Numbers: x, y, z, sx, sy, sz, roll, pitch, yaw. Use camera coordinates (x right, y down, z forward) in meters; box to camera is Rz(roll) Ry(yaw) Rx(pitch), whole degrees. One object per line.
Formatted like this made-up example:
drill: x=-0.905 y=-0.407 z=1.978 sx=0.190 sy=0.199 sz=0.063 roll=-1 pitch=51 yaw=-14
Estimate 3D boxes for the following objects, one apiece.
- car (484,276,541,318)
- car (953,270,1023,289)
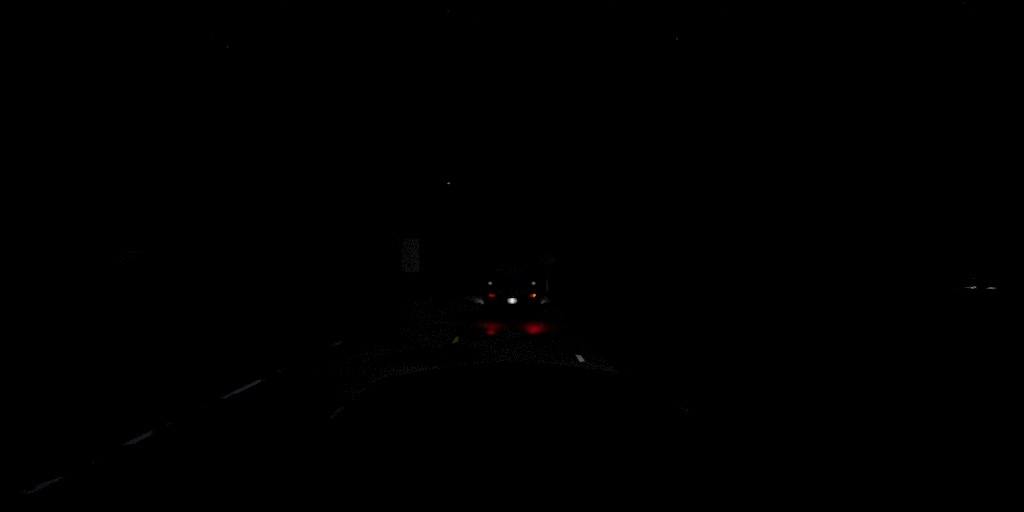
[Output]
car: x=0.000 y=1.452 z=13.708 sx=1.994 sy=1.385 sz=4.181 roll=0 pitch=-1 yaw=0
car: x=44.030 y=2.150 z=33.272 sx=4.553 sy=1.767 sz=2.097 roll=0 pitch=-2 yaw=1
